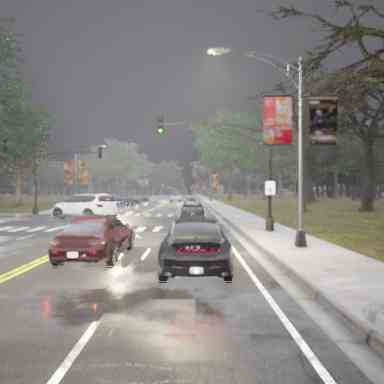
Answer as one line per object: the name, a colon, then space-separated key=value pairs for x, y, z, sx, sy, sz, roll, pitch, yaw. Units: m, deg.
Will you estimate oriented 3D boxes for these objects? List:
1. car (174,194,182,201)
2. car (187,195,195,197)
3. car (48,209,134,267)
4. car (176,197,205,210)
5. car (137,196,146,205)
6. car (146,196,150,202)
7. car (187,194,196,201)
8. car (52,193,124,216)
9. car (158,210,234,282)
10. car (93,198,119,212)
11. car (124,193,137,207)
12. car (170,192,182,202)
car: x=-3.410 y=1.352 z=81.065 sx=1.882 sy=1.535 sz=5.008 roll=0 pitch=0 yaw=0
car: x=-0.137 y=1.422 z=69.843 sx=2.033 sy=1.411 sz=5.357 roll=0 pitch=0 yaw=0
car: x=-3.169 y=1.502 z=11.143 sx=1.812 sy=1.442 sz=4.674 roll=0 pitch=0 yaw=0
car: x=0.042 y=1.434 z=27.429 sx=2.128 sy=1.511 sz=4.902 roll=0 pitch=0 yaw=0
car: x=-9.888 y=1.499 z=58.259 sx=1.895 sy=1.301 sz=4.718 roll=0 pitch=0 yaw=0
car: x=-9.885 y=1.456 z=68.577 sx=1.895 sy=1.301 sz=4.718 roll=0 pitch=0 yaw=0
car: x=-0.159 y=1.350 z=80.629 sx=2.128 sy=1.511 sz=4.902 roll=0 pitch=0 yaw=0
car: x=-8.279 y=1.168 z=25.644 sx=5.566 sy=2.045 sz=2.150 roll=0 pitch=-1 yaw=30
car: x=0.086 y=1.482 z=9.694 sx=1.837 sy=1.490 sz=4.892 roll=0 pitch=0 yaw=0
car: x=-9.920 y=1.452 z=38.575 sx=1.812 sy=1.442 sz=4.674 roll=0 pitch=0 yaw=0
car: x=-9.928 y=1.132 z=48.376 sx=2.150 sy=2.045 sz=5.566 roll=0 pitch=0 yaw=0
car: x=-3.388 y=1.109 z=70.332 sx=2.150 sy=2.045 sz=5.566 roll=0 pitch=0 yaw=0
